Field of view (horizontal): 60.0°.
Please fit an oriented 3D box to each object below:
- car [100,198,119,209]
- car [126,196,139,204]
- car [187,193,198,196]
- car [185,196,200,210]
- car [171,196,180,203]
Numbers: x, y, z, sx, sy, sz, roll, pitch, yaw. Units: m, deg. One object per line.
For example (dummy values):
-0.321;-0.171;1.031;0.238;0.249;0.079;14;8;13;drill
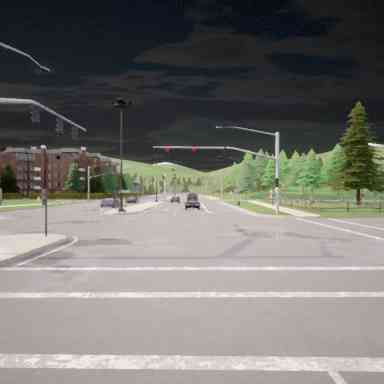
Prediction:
-11.521;1.526;46.730;1.812;1.442;4.674;0;1;0;car
-11.419;1.512;63.698;1.882;1.535;5.008;0;0;0;car
0.088;1.221;68.949;2.150;2.045;5.566;0;0;0;car
0.055;1.601;43.513;1.895;1.301;4.718;0;0;0;car
-3.412;1.491;68.922;2.128;1.511;4.902;0;0;0;car
